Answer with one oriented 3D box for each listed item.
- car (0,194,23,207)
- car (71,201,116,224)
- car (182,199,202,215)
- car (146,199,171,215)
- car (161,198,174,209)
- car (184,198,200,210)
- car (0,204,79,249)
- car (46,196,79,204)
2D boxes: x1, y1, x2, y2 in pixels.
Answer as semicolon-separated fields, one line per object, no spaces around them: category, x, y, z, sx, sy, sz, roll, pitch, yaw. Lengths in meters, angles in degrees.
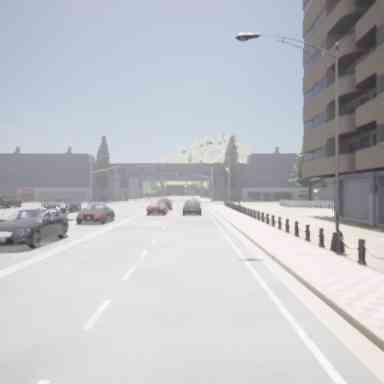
car;-24.539;1.221;44.315;1.932;1.855;4.605;0;0;0
car;-7.071;1.601;24.790;1.994;1.385;4.181;0;0;1
car;0.008;1.614;34.079;1.994;1.385;4.181;0;0;0
car;-3.493;1.651;33.987;1.895;1.301;4.718;0;0;0
car;-3.491;1.568;42.934;1.837;1.490;4.892;0;0;0
car;0.022;1.613;44.533;2.033;1.411;5.357;0;0;1
car;-7.084;1.513;14.797;2.128;1.511;4.902;0;0;0
car;-10.494;1.049;26.762;2.097;1.767;4.553;0;0;0
